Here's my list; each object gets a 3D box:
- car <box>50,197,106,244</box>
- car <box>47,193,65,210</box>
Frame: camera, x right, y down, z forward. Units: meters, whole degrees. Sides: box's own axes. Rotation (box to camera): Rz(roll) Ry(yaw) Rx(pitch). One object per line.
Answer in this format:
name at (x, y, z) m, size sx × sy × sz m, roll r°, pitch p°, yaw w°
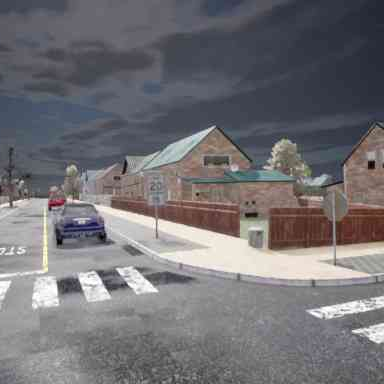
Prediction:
car at (-5.569, 1.320, 16.124) m, size 2.097 × 1.767 × 4.553 m, roll -2°, pitch 1°, yaw -24°
car at (-17.273, 1.199, 42.690) m, size 2.150 × 2.045 × 5.566 m, roll -2°, pitch 1°, yaw -24°
